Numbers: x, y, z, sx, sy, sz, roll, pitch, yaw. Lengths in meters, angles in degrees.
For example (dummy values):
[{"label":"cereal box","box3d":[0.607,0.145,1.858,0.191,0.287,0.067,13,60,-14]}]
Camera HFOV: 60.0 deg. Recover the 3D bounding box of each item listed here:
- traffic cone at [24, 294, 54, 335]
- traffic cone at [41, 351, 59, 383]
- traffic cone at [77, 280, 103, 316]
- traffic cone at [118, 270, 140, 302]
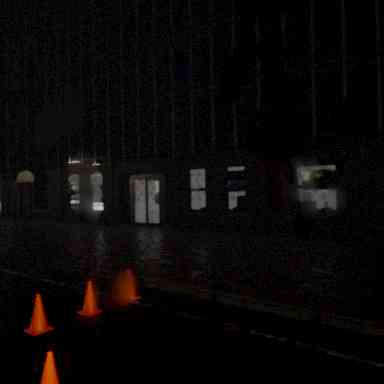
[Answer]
[{"label":"traffic cone","box3d":[-2.513,1.965,5.454,0.340,0.580,0.340,0,0,36]},{"label":"traffic cone","box3d":[-1.484,1.961,3.469,0.340,0.580,0.340,0,0,36]},{"label":"traffic cone","box3d":[-1.925,1.965,6.263,0.340,0.580,0.340,0,0,36]},{"label":"traffic cone","box3d":[-1.337,1.964,7.071,0.340,0.580,0.340,0,0,36]}]
